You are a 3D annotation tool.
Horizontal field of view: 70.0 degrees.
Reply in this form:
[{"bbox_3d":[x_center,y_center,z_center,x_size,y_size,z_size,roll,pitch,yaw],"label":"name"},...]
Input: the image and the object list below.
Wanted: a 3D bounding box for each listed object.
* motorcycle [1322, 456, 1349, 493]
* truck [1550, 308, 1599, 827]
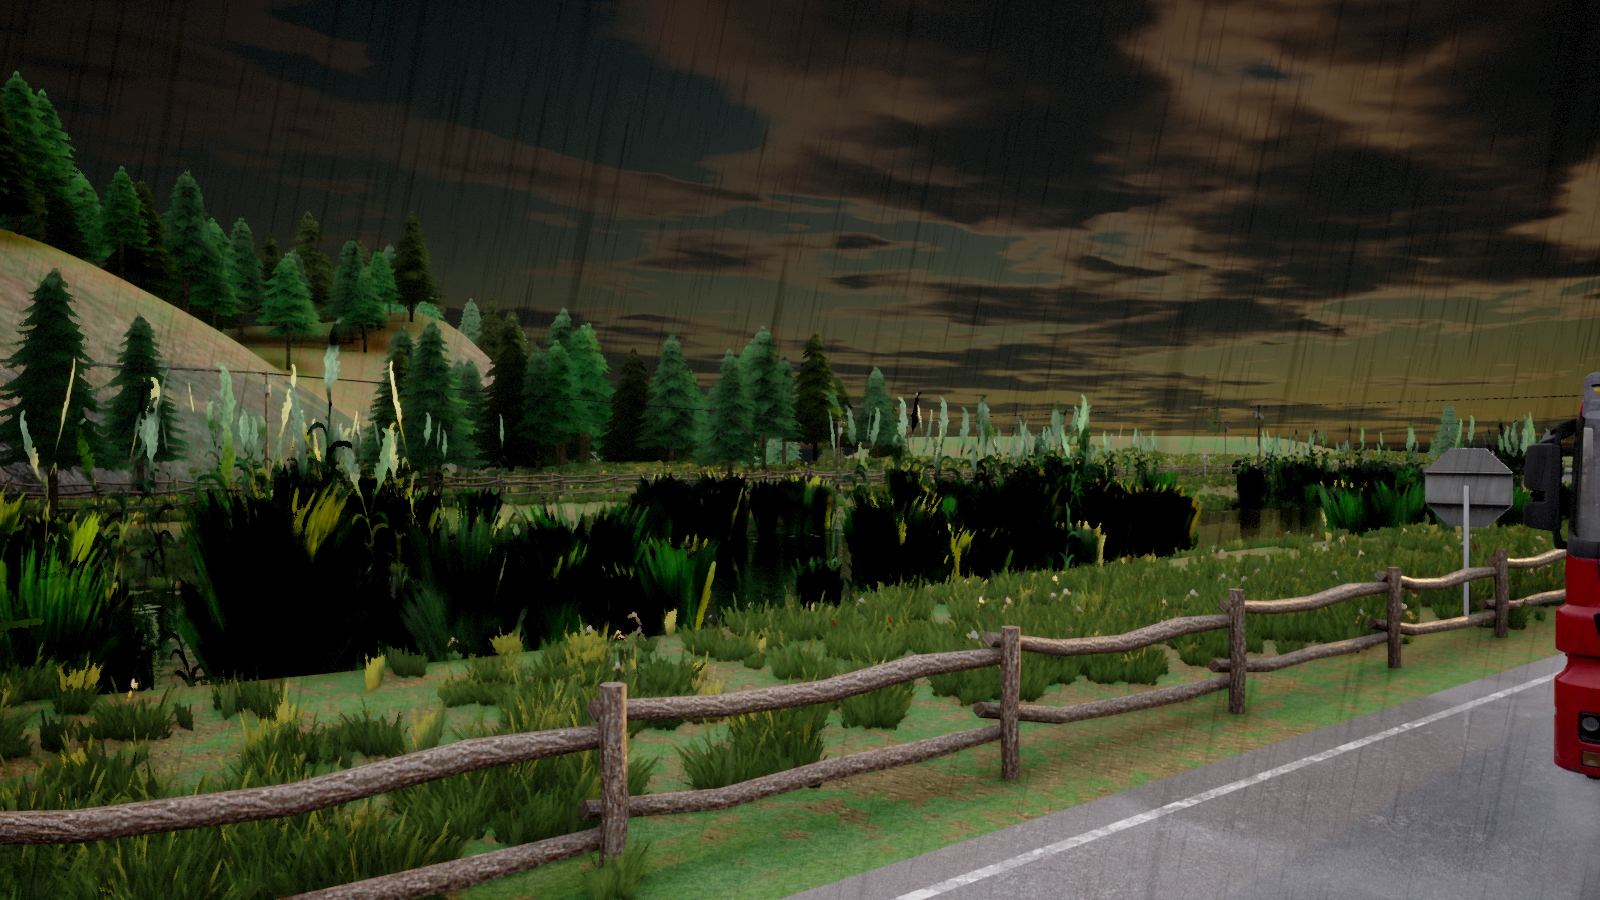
[{"bbox_3d":[34.935,1.577,74.481,2.033,2.348,0.803,0,0,-39],"label":"motorcycle"},{"bbox_3d":[9.492,0.862,10.941,2.891,3.827,8.468,0,0,40],"label":"truck"}]
